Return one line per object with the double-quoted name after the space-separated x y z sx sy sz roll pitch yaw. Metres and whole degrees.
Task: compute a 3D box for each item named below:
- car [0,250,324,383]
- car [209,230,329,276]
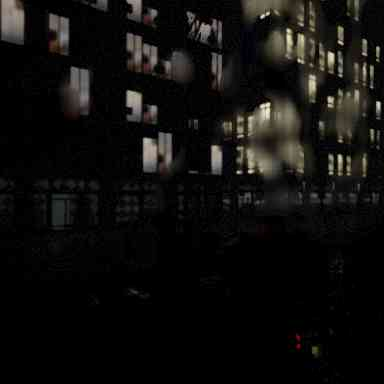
-0.906 1.561 2.732 4.181 1.385 1.994 0 0 -35 "car"
1.450 1.562 7.586 4.206 1.307 1.802 0 0 -35 "car"
